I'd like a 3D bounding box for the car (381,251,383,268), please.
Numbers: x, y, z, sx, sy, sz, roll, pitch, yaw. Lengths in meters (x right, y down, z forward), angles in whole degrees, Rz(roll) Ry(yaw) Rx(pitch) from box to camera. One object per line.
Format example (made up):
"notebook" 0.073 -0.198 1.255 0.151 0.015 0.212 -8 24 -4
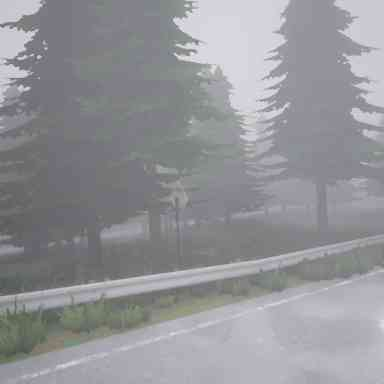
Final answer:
"car" 6.892 1.590 8.736 4.718 1.301 1.895 0 0 -37
